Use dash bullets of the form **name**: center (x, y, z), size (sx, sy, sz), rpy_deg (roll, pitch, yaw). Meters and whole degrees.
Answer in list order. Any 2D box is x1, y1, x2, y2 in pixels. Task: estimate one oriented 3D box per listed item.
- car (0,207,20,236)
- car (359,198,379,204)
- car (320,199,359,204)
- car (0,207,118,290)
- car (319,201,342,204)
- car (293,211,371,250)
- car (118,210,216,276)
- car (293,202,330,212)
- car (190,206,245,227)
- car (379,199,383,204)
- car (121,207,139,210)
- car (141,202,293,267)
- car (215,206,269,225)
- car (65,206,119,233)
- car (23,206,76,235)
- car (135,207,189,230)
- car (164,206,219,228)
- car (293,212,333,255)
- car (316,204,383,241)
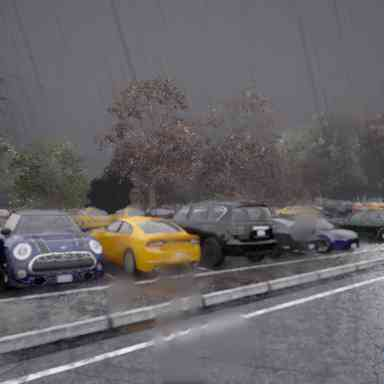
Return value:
- **car**: center (-11.630, 1.646, 19.653), size (2.002, 1.452, 4.674), rpy_deg (3, -2, -35)
- **car**: center (20.408, 1.991, 41.968), size (2.185, 1.767, 4.553), rpy_deg (0, -1, -35)
- **car**: center (15.827, 1.898, 38.780), size (2.435, 2.045, 5.566), rpy_deg (0, -1, -35)
- **car**: center (-4.015, 1.311, 9.056), size (2.185, 1.767, 4.553), rpy_deg (2, -2, -35)
- **car**: center (13.553, 2.152, 37.166), size (2.097, 1.535, 5.008), rpy_deg (0, -1, -35)
- **car**: center (5.161, 1.798, 15.358), size (2.163, 1.488, 4.792), rpy_deg (1, -2, -35)
- **car**: center (-1.716, 1.533, 10.607), size (2.097, 1.535, 5.008), rpy_deg (2, -2, -35)
- **car**: center (11.372, 2.143, 35.417), size (1.946, 1.575, 5.366), rpy_deg (0, -1, -35)
- **car**: center (2.113, 2.045, 29.197), size (2.097, 1.535, 5.008), rpy_deg (1, -1, -35)
- **car**: center (22.717, 2.087, 43.529), size (2.097, 1.535, 5.008), rpy_deg (-1, 0, -35)
- **car**: center (-4.758, 1.876, 24.653), size (1.946, 1.575, 5.366), rpy_deg (2, -2, -35)
- **car**: center (0.562, 1.371, 12.236), size (2.435, 2.045, 5.566), rpy_deg (2, -2, -35)
- **car**: center (4.509, 2.086, 30.862), size (2.231, 1.521, 4.892), rpy_deg (1, -1, -35)
- **car**: center (-7.052, 1.796, 23.058), size (1.946, 1.575, 5.366), rpy_deg (2, -2, -35)
- **car**: center (-9.255, 1.739, 21.336), size (2.163, 1.488, 4.792), rpy_deg (2, -2, -35)
- **car**: center (-2.455, 1.971, 25.991), size (2.163, 1.488, 4.792), rpy_deg (2, -2, -35)
- **car**: center (-0.177, 1.997, 27.605), size (2.097, 1.535, 5.008), rpy_deg (1, -2, -35)
- **car**: center (2.868, 1.701, 13.792), size (2.231, 1.521, 4.892), rpy_deg (2, -2, -35)
- **car**: center (9.746, 1.745, 18.545), size (2.185, 1.767, 4.553), rpy_deg (1, -1, -35)
